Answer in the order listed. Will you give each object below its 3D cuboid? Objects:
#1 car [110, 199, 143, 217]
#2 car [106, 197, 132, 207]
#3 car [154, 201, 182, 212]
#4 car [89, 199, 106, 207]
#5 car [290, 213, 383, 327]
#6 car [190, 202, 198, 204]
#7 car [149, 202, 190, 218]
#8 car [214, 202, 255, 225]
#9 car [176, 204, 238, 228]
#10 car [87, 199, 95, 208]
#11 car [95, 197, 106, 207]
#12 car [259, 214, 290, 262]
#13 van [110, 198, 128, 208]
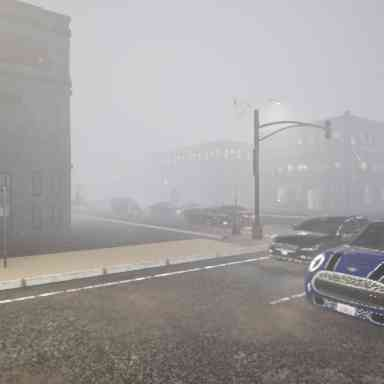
[{"bbox_3d":[-6.934,1.846,36.209,1.967,1.590,4.097,-1,0,-36],"label":"car"},{"bbox_3d":[-8.748,1.677,43.259,2.150,2.045,5.566,-1,0,-35],"label":"car"},{"bbox_3d":[-3.325,1.966,45.584,1.802,1.307,4.206,-2,0,-36],"label":"car"},{"bbox_3d":[-19.404,2.227,68.111,1.887,1.381,4.507,-1,0,-36],"label":"car"},{"bbox_3d":[4.378,1.350,6.821,4.553,1.767,2.097,0,0,-36],"label":"car"},{"bbox_3d":[-0.111,1.903,41.079,1.802,1.307,4.206,-2,0,-36],"label":"car"},{"bbox_3d":[-2.707,1.830,34.764,2.128,1.511,4.902,-1,0,-36],"label":"car"},{"bbox_3d":[3.338,1.745,26.303,1.812,1.442,4.674,-1,0,-35],"label":"car"},{"bbox_3d":[1.031,1.814,24.843,1.947,1.339,4.313,-2,0,-36],"label":"car"},{"bbox_3d":[-19.219,2.159,63.412,2.128,1.511,4.902,-1,0,-36],"label":"car"},{"bbox_3d":[-16.194,1.939,63.605,2.192,1.841,5.009,-1,0,-36],"label":"car"},{"bbox_3d":[4.644,1.504,11.008,4.892,1.490,1.837,0,0,-36],"label":"car"},{"bbox_3d":[-12.978,1.907,59.100,1.690,1.788,3.998,-1,0,-36],"label":"van"}]
